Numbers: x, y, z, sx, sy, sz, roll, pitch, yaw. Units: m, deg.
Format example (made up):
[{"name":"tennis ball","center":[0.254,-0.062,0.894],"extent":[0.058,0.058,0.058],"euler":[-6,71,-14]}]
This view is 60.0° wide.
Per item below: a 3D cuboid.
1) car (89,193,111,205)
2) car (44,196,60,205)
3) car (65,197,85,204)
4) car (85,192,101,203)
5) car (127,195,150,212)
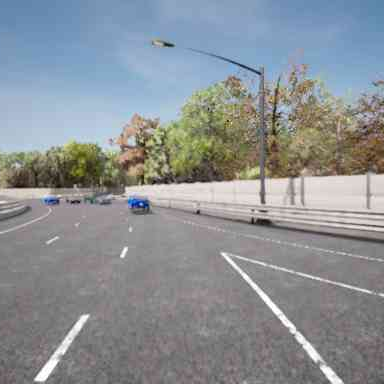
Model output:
[{"name":"car","center":[-15.214,1.442,56.091],"extent":[2.033,1.411,5.357],"euler":[0,1,-30]},{"name":"car","center":[-24.194,1.405,57.370],"extent":[1.882,1.535,5.008],"euler":[-1,0,-35]},{"name":"car","center":[-21.281,1.504,59.310],"extent":[1.895,1.301,4.718],"euler":[-1,0,-35]},{"name":"car","center":[-18.019,1.093,60.836],"extent":[2.150,2.045,5.566],"euler":[0,-1,-35]},{"name":"car","center":[-5.634,1.138,34.720],"extent":[1.882,1.535,5.008],"euler":[4,-3,-16]}]
